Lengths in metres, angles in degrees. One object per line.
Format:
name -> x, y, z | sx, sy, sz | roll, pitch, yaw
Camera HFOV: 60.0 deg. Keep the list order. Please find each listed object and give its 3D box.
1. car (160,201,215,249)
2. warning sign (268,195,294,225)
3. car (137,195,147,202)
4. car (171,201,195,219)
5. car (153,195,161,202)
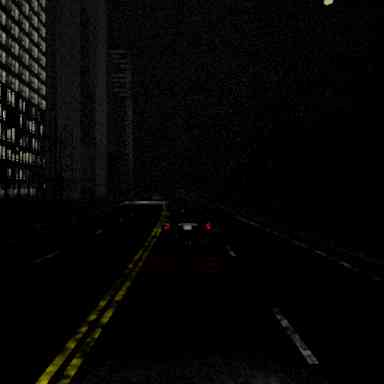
car -> -0.226, 1.362, 14.667 | 2.097, 1.767, 4.553 | 0, 0, -2
warning sign -> 5.645, 1.106, 21.129 | 1.300, 1.860, 1.060 | 0, 0, -2
car -> -11.210, 1.455, 75.223 | 1.994, 1.385, 4.181 | 0, 0, -5
car -> -0.911, 1.559, 29.730 | 1.994, 1.385, 4.181 | 0, 0, -3
car -> -7.972, 1.426, 75.504 | 1.812, 1.442, 4.674 | 0, 0, -5
